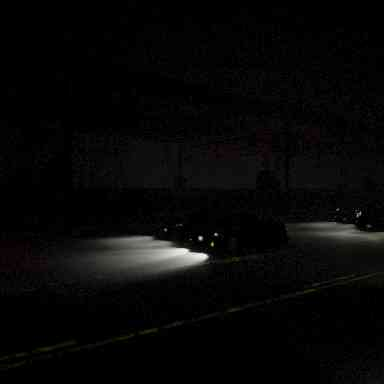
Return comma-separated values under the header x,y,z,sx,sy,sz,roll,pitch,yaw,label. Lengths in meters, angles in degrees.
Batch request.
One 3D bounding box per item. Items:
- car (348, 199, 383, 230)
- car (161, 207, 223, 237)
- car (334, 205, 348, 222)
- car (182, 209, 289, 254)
x,y,z,sx,sy,sz,roll,pitch,yaw,label
11.887,1.351,20.045,4.553,1.767,2.097,0,0,-33,car
0.709,1.526,16.959,4.674,1.442,1.812,0,0,-33,car
12.666,1.351,24.712,4.553,1.767,2.097,0,0,-33,car
1.996,1.564,13.619,4.181,1.385,1.994,0,0,-33,car
